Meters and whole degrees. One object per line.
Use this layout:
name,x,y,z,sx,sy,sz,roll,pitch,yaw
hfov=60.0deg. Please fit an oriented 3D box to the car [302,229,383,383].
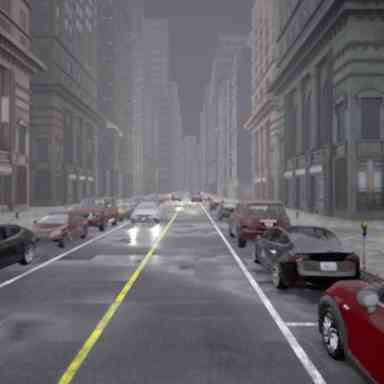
car,2.766,1.426,3.212,1.967,1.590,4.097,0,0,0

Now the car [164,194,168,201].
car,-5.770,1.301,59.225,1.887,1.381,4.507,0,0,0

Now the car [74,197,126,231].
car,-5.762,1.232,20.011,2.192,1.841,5.009,0,0,0

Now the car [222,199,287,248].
car,2.764,1.255,14.415,2.192,1.841,5.009,0,0,0

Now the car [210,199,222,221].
car,2.761,1.444,25.620,2.008,1.369,4.403,0,0,0

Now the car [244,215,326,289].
car,2.764,1.529,8.814,1.947,1.339,4.313,0,0,0

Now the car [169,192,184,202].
car,-3.024,1.208,65.592,1.882,1.535,5.008,0,0,0

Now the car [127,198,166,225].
car,-3.103,1.427,23.597,1.812,1.442,4.674,0,0,0

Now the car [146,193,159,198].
car,-5.766,1.265,42.419,1.967,1.590,4.097,0,0,0

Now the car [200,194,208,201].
car,2.753,1.215,76.209,1.752,1.417,4.829,0,0,0

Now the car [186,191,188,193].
car,-0.015,1.048,92.872,1.994,1.385,4.181,0,0,0

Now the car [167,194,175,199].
car,-5.775,1.169,92.836,1.887,1.381,4.507,0,0,0

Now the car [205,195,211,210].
car,2.760,1.392,36.825,1.887,1.381,4.507,0,0,0

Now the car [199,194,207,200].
car,2.752,1.213,81.642,1.887,1.381,4.507,0,0,0

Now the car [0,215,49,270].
car,-5.761,1.529,8.809,1.947,1.339,4.313,0,0,0

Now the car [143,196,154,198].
car,-5.766,1.413,36.818,1.947,1.339,4.313,0,0,0

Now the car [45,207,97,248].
car,-5.762,1.522,14.411,1.802,1.307,4.206,0,0,0

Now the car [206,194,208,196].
car,2.755,1.174,64.834,1.967,1.590,4.097,0,0,0

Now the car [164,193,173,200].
car,-5.773,1.108,81.631,1.967,1.590,4.097,0,0,0

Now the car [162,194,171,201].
car,-5.772,1.216,75.860,1.752,1.417,4.829,0,0,0

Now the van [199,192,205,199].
van,2.751,0.965,92.845,1.690,1.788,3.998,0,0,0

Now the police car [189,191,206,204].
police car,0.890,1.184,58.625,1.930,1.638,5.238,0,0,0

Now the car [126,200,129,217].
car,-5.764,1.419,25.445,1.752,1.417,4.829,0,0,0

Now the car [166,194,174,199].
car,-5.774,1.191,87.233,1.887,1.381,4.507,0,0,0

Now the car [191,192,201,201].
car,0.888,0.921,74.545,2.150,2.045,5.566,0,0,0

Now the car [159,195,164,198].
car,-5.767,1.117,48.020,2.192,1.841,5.009,0,0,0
